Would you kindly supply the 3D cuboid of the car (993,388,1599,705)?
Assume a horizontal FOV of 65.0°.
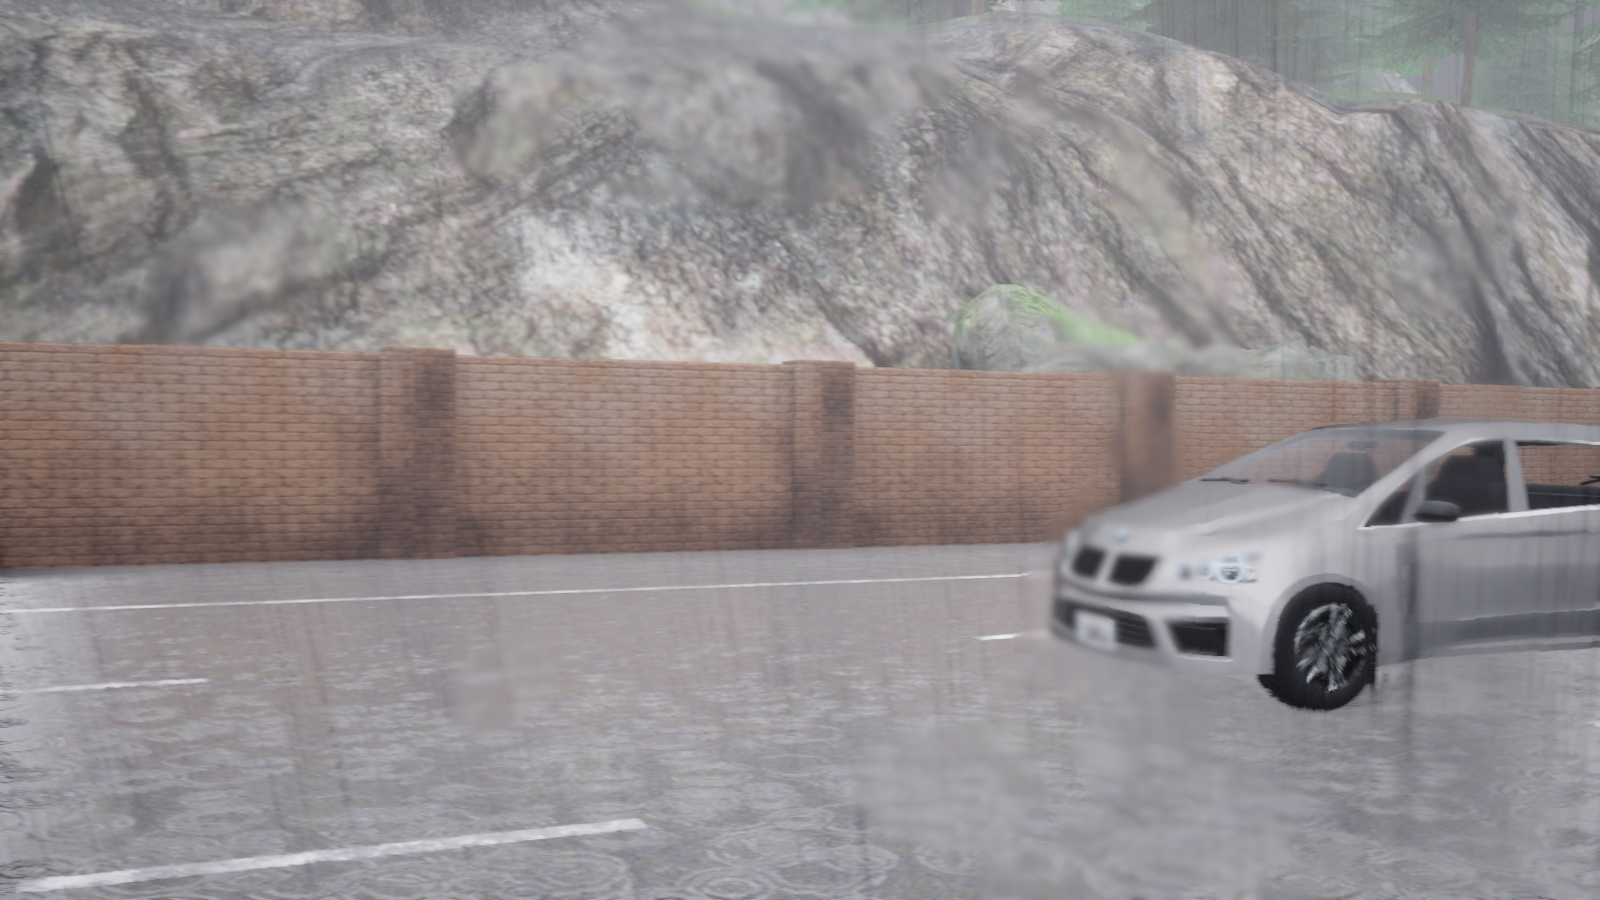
[{"bbox_3d":[3.891,0.464,8.460,4.611,1.667,2.242,-1,1,-21],"label":"car"}]
